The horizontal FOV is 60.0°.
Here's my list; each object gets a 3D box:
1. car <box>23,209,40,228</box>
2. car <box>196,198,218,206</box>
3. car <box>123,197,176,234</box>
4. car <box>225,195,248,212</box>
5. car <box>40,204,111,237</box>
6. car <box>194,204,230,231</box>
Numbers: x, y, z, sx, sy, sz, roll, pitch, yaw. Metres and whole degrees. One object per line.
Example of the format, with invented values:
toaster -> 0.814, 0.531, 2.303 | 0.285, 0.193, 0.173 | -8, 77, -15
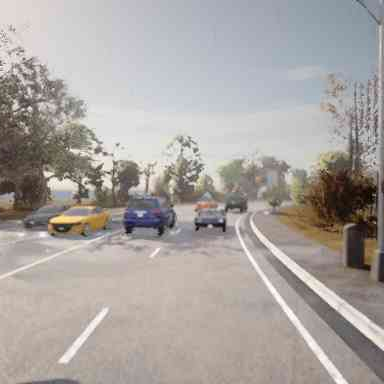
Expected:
car -> -9.317, 1.627, 22.428 | 1.837, 1.490, 4.892 | 0, 0, 7
car -> 1.903, 1.526, 41.263 | 2.097, 1.767, 4.553 | 0, 0, 16
car -> -2.380, 1.299, 19.810 | 2.150, 2.045, 5.566 | 0, 0, 6
car -> 5.626, 1.411, 41.601 | 2.150, 2.045, 5.566 | 0, 0, 17
car -> -6.160, 1.543, 18.786 | 1.882, 1.535, 5.008 | 0, 0, 6
car -> 1.311, 1.693, 21.389 | 1.895, 1.301, 4.718 | 0, 0, 7
